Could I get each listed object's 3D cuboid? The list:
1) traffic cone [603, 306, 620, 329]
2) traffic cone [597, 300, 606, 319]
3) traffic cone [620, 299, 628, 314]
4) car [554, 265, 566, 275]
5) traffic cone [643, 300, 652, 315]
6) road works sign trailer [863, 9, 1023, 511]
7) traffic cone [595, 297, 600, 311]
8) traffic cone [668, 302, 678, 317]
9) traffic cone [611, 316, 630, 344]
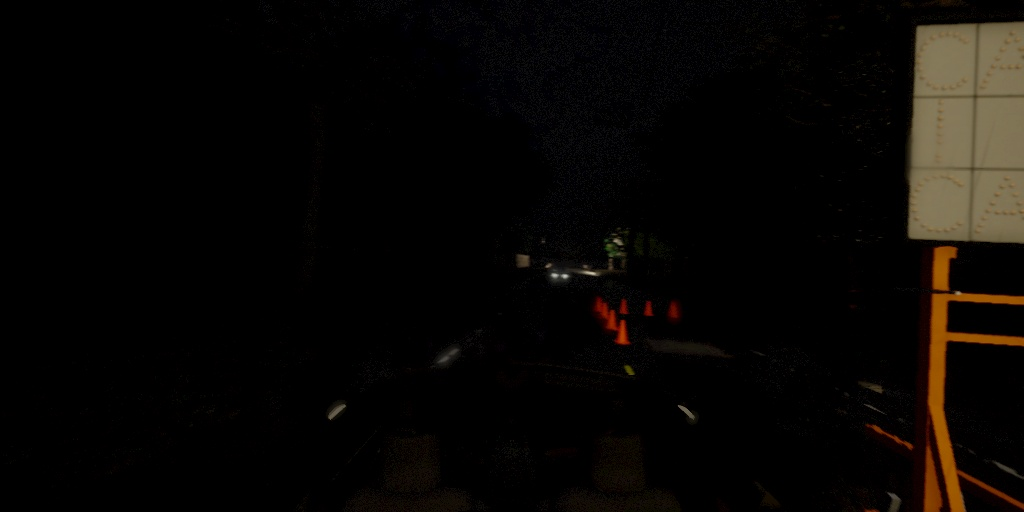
[{"bbox_3d":[3.117,1.975,11.245,0.340,0.580,0.340,0,0,8],"label":"traffic cone"},{"bbox_3d":[3.400,2.012,13.225,0.340,0.580,0.340,0,0,8],"label":"traffic cone"},{"bbox_3d":[4.671,2.098,15.062,0.340,0.580,0.340,0,0,8],"label":"traffic cone"},{"bbox_3d":[7.801,2.204,57.979,1.882,1.535,5.008,3,-1,8],"label":"car"},{"bbox_3d":[5.659,2.148,14.920,0.340,0.580,0.340,0,0,8],"label":"traffic cone"},{"bbox_3d":[3.315,0.392,2.126,2.380,3.560,2.880,0,0,8],"label":"road works sign trailer"},{"bbox_3d":[3.683,2.048,15.204,0.340,0.580,0.340,0,0,8],"label":"traffic cone"},{"bbox_3d":[6.648,2.198,14.778,0.340,0.580,0.340,0,0,8],"label":"traffic cone"},{"bbox_3d":[2.835,1.938,9.266,0.340,0.580,0.340,0,0,8],"label":"traffic cone"}]
